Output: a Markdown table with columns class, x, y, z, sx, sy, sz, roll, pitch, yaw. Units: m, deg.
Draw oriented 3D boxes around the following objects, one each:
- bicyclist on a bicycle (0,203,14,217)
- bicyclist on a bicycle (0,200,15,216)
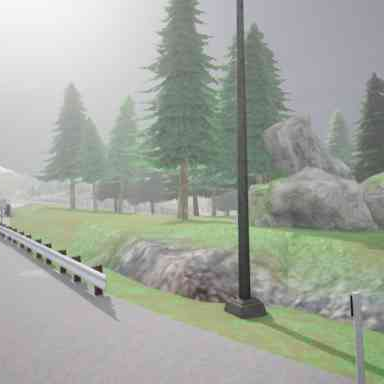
| class | x | y | z | sx | sy | sz | roll | pitch | yaw |
| --- | --- | --- | --- | --- | --- | --- | --- | --- | --- |
| bicyclist on a bicycle | -17.894 | 1.557 | 31.772 | 1.656 | 1.620 | 0.582 | 1 | -1 | -36 |
| bicyclist on a bicycle | -18.381 | 1.559 | 32.637 | 1.656 | 1.620 | 0.582 | 1 | -2 | -8 |
